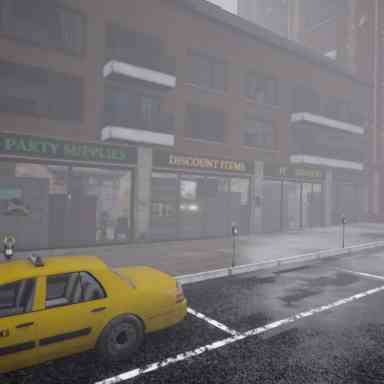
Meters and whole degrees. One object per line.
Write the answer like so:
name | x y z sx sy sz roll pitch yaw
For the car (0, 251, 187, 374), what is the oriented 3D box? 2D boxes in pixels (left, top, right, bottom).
car | -2.356 1.526 4.394 4.829 1.417 1.752 0 2 -35
